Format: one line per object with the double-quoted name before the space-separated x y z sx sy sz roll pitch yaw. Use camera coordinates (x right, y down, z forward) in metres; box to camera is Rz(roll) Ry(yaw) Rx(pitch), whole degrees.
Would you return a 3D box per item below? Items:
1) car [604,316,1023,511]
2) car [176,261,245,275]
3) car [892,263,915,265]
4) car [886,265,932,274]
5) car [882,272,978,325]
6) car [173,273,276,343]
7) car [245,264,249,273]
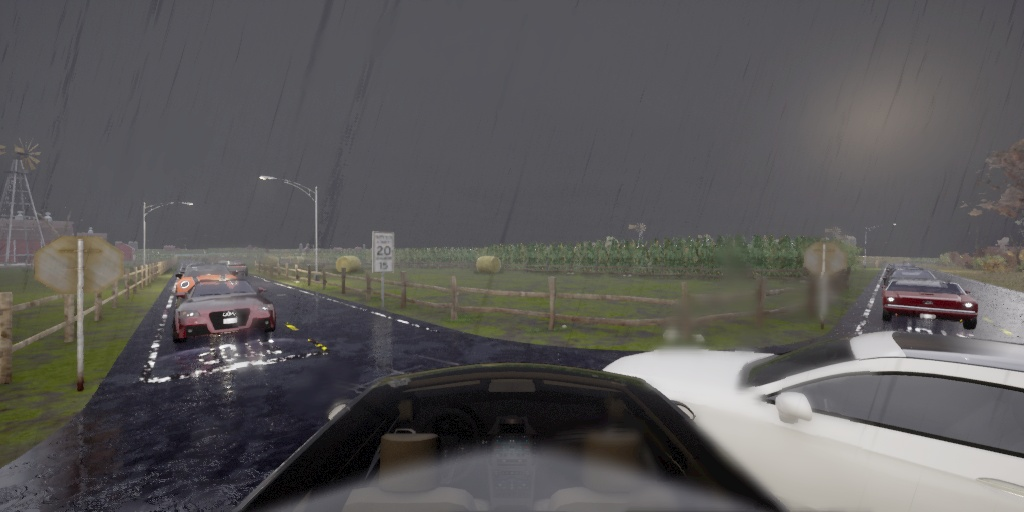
"car" 2.815 1.293 2.513 1.812 1.442 4.674 0 1 -45
"car" -13.894 1.150 16.401 2.097 1.767 4.553 0 0 -42
"car" 27.084 1.405 24.662 4.181 1.385 1.994 0 1 -43
"car" 20.399 1.365 18.333 5.357 1.411 2.033 0 1 -43
"car" 13.394 1.399 11.692 4.718 1.301 1.895 0 1 -44
"car" -8.047 1.360 9.981 1.994 1.385 4.181 0 0 -43
"car" -27.369 1.305 35.483 2.128 1.511 4.902 0 0 -42
